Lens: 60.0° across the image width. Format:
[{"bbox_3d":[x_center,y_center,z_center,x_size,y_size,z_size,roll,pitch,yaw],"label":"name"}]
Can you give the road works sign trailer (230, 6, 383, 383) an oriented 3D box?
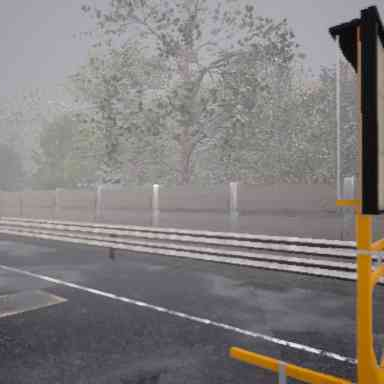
[{"bbox_3d":[1.623,0.581,3.138,2.880,3.560,2.380,-1,-2,37],"label":"road works sign trailer"}]
